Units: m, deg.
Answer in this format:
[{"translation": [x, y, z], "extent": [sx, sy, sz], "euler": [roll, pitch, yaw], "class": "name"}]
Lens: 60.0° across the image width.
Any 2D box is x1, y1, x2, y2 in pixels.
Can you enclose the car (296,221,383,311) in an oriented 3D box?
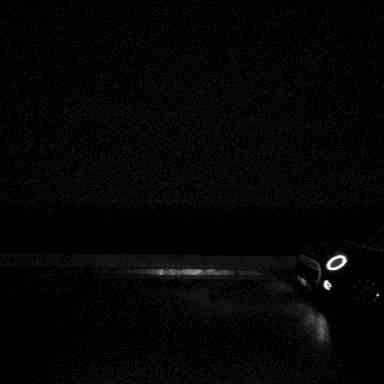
[{"translation": [4.746, 1.437, 7.445], "extent": [4.553, 1.767, 2.097], "euler": [1, 0, -1], "class": "car"}]
